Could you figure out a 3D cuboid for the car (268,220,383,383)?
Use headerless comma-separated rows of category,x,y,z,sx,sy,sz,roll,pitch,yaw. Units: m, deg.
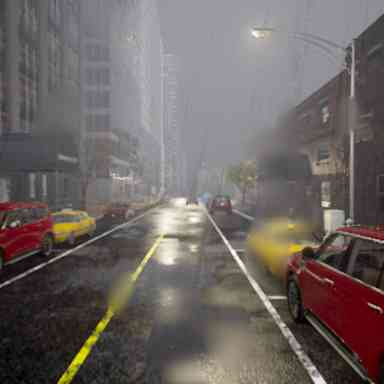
car,2.675,1.297,4.094,2.192,1.841,5.009,-1,0,0

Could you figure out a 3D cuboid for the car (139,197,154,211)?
car,-5.700,1.367,37.144,1.752,1.417,4.829,-1,0,0

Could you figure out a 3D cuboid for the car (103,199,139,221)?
car,-5.700,1.433,26.245,1.887,1.381,4.507,-1,0,0

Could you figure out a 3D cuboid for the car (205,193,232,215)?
car,2.677,1.180,31.767,2.192,1.841,5.009,-1,0,0

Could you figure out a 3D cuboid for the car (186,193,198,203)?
car,0.003,1.097,59.876,2.097,1.767,4.553,0,0,0

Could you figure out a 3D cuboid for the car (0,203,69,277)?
car,-5.704,1.274,9.639,2.192,1.841,5.009,-1,0,0

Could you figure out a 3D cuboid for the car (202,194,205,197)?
car,2.682,1.376,48.371,1.802,1.307,4.206,-1,0,0

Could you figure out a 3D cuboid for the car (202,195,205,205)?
car,2.681,1.383,42.837,1.947,1.339,4.313,-1,0,0

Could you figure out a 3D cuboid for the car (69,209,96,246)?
car,-5.701,1.461,15.005,1.752,1.417,4.829,-1,0,0

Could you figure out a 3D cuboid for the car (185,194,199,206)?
car,0.002,1.313,49.941,1.812,1.442,4.674,0,0,0

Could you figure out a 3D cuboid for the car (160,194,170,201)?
car,-5.700,1.140,70.523,1.967,1.590,4.097,-1,0,0

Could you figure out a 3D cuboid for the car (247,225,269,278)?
car,2.679,1.483,9.800,1.752,1.417,4.829,-1,0,0

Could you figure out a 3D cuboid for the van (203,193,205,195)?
van,2.679,1.088,59.439,1.690,1.788,3.998,-1,0,0
